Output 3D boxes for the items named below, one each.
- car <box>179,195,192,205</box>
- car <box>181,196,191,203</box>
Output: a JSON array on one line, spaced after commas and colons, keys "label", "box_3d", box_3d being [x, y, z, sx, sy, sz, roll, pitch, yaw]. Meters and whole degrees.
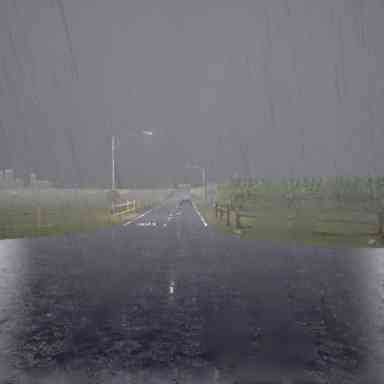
[{"label": "car", "box_3d": [-1.100, 1.298, 57.879, 2.097, 1.767, 4.553, 0, 0, -1]}, {"label": "car", "box_3d": [-1.291, 1.494, 67.947, 1.994, 1.385, 4.181, 0, 0, -1]}]
